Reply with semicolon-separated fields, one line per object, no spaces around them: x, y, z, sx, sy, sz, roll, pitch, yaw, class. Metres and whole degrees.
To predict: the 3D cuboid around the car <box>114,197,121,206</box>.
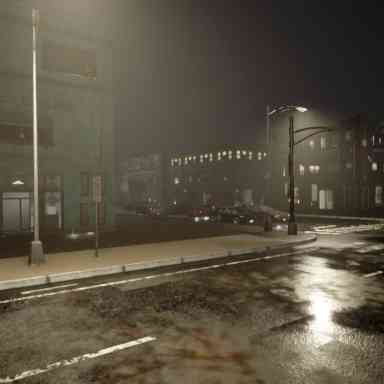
-14.067;1.939;65.094;2.192;1.841;5.009;-1;0;-35;car

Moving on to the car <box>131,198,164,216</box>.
-4.836;1.846;37.687;1.967;1.590;4.097;-1;0;-35;car

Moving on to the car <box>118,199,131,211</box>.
-7.987;2.028;46.624;2.033;1.411;5.357;-1;0;-35;car

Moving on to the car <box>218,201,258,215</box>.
5.202;1.809;38.041;2.008;1.369;4.403;-2;0;-35;car

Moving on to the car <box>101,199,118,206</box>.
-17.272;2.227;69.603;1.887;1.381;4.507;-1;0;-35;car

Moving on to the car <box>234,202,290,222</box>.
5.523;1.764;27.626;2.033;1.411;5.357;-1;0;-36;car

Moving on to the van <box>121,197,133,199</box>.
-10.856;1.906;60.585;1.690;1.788;3.998;-1;0;-35;van

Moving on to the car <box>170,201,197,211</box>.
-1.218;1.965;47.059;1.802;1.307;4.206;-2;0;-35;car

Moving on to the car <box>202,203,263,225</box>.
3.117;1.814;26.314;1.947;1.339;4.313;-2;0;-35;car

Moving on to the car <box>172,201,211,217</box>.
-0.288;1.896;35.767;1.994;1.385;4.181;-1;0;-37;car
